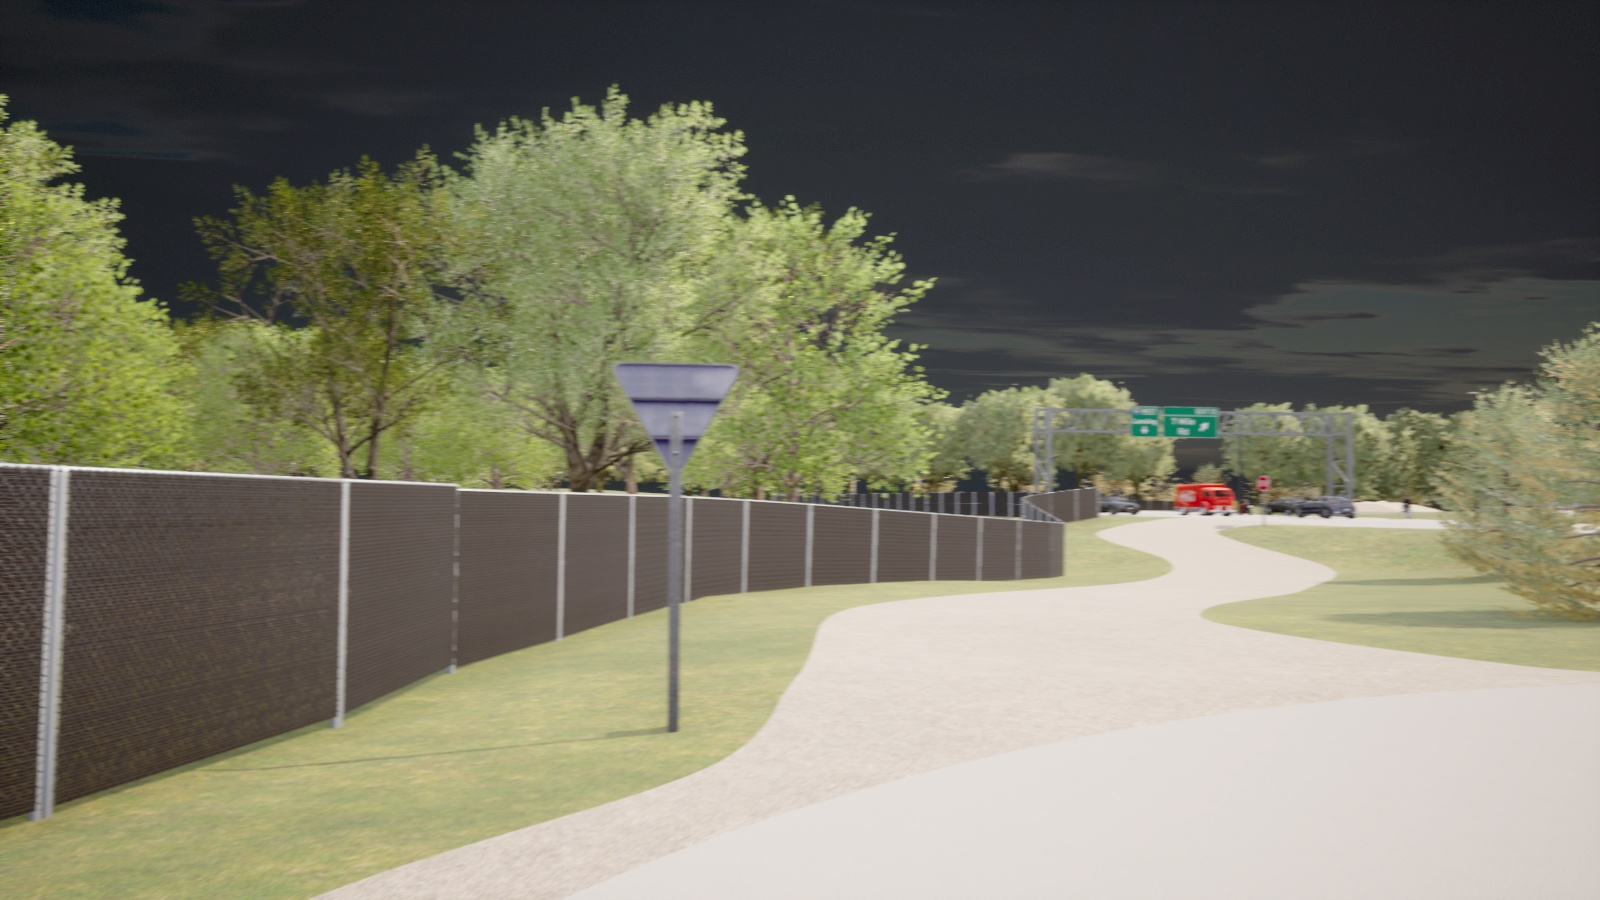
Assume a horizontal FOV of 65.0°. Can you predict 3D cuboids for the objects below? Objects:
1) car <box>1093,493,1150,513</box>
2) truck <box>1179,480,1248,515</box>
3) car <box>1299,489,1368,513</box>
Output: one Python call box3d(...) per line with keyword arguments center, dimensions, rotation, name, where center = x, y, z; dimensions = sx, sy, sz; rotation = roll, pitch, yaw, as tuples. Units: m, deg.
box3d(center=(23.306, 3.879, 91.122), dimensions=(1.994, 1.385, 4.181), rotation=(0, -3, -19), name="car")
box3d(center=(30.526, 3.518, 92.825), dimensions=(2.627, 2.467, 5.204), rotation=(0, -2, -10), name="truck")
box3d(center=(38.149, 3.651, 89.989), dimensions=(2.152, 1.651, 5.027), rotation=(0, -2, -10), name="car")
